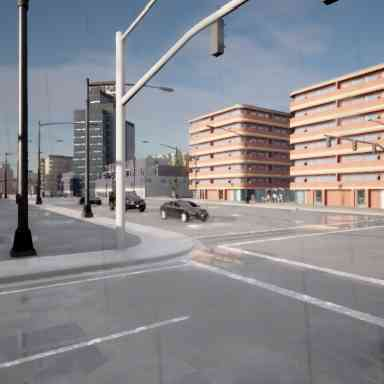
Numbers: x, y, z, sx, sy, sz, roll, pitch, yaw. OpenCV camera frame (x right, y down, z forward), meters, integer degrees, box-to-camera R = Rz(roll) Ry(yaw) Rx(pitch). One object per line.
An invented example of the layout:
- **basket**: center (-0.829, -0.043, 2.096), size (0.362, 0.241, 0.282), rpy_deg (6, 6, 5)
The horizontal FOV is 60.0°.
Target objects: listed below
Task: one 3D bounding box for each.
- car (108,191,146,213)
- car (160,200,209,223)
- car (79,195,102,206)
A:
- **car**: center (-6.666, 0.932, 33.688), size (2.150, 2.045, 5.566), rpy_deg (0, 1, -34)
- **car**: center (-0.655, 1.373, 24.866), size (1.837, 1.490, 4.892), rpy_deg (0, 1, -34)
- **car**: center (-13.225, 1.068, 43.325), size (1.994, 1.385, 4.181), rpy_deg (0, 1, -34)
